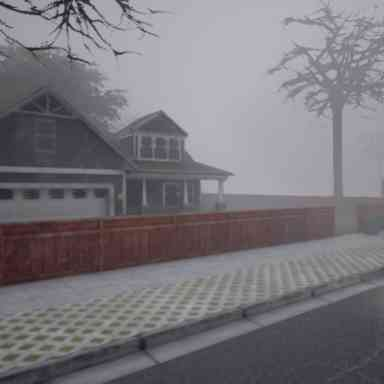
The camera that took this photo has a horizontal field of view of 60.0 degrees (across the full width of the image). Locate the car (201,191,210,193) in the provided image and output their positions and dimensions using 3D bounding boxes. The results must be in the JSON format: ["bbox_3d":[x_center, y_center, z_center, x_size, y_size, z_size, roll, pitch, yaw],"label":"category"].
[{"bbox_3d":[1.672,0.659,54.589,1.837,1.490,4.892,-1,1,-35],"label":"car"}]
